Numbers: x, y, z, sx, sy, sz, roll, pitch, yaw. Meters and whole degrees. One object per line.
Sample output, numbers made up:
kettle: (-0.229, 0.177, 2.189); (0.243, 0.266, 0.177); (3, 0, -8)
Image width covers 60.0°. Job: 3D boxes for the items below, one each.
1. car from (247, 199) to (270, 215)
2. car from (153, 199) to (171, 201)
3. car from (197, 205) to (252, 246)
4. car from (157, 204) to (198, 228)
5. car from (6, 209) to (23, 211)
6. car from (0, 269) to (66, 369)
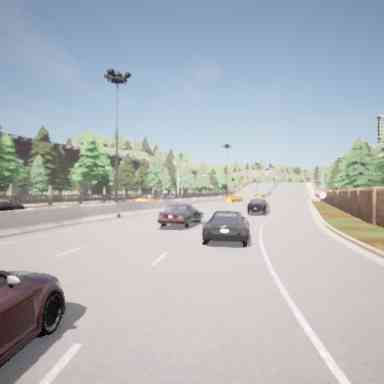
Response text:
car: (6.800, 1.428, 33.983); (1.882, 1.535, 5.008); (1, 0, 18)
car: (-3.927, 1.304, 46.493); (2.128, 1.511, 4.902); (1, 0, 19)
car: (1.636, 1.528, 15.372); (1.994, 1.385, 4.181); (1, 0, 10)
car: (-0.648, 1.470, 21.742); (2.033, 1.411, 5.357); (1, 0, 14)
car: (-17.035, 1.349, 28.797); (1.895, 1.301, 4.718); (1, 0, 16)
car: (-3.191, 1.521, 3.974); (1.994, 1.385, 4.181); (0, 0, 3)
